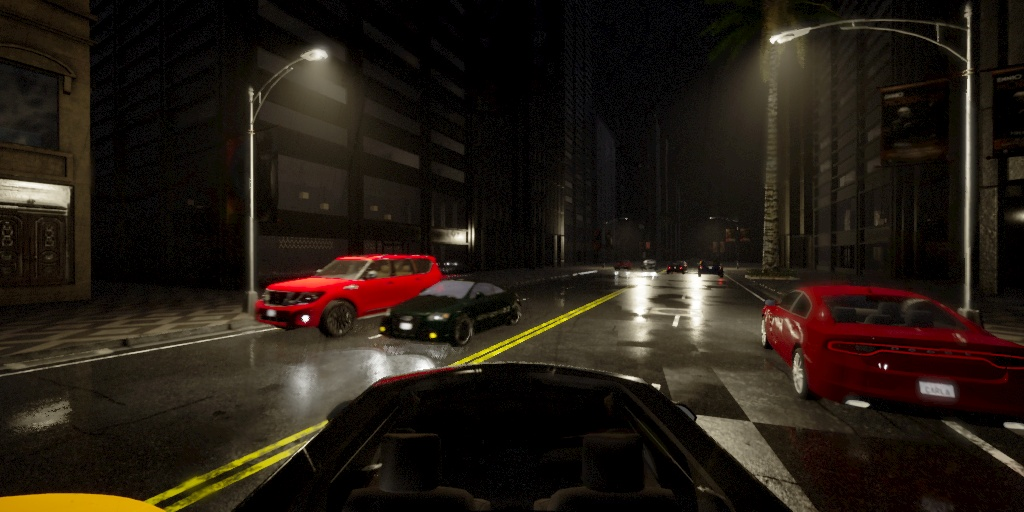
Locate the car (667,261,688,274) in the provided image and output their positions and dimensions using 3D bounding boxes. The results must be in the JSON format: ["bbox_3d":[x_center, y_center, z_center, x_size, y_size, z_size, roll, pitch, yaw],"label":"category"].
[{"bbox_3d":[18.667,1.317,40.788,2.033,1.411,5.357,0,0,27],"label":"car"}]

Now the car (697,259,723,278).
[{"bbox_3d":[19.304,1.118,34.965,2.097,1.767,4.553,0,0,27],"label":"car"}]

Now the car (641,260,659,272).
[{"bbox_3d":[18.371,1.267,47.739,2.128,1.511,4.902,0,0,27],"label":"car"}]

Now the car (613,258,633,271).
[{"bbox_3d":[15.230,1.300,48.741,1.812,1.442,4.674,0,0,27],"label":"car"}]

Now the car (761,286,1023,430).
[{"bbox_3d":[5.516,1.228,5.895,1.882,1.535,5.008,0,0,27],"label":"car"}]

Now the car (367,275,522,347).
[{"bbox_3d":[-1.361,1.314,9.441,1.994,1.385,4.181,0,0,27],"label":"car"}]

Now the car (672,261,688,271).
[{"bbox_3d":[23.558,1.381,50.284,1.895,1.301,4.718,0,0,27],"label":"car"}]

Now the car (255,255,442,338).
[{"bbox_3d":[-4.328,0.972,10.778,2.150,2.045,5.566,0,0,27],"label":"car"}]
